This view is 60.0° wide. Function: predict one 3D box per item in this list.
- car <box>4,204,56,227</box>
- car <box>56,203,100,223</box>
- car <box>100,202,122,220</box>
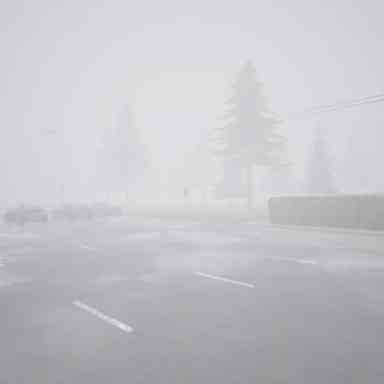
[{"bbox_3d":[-12.391,1.671,24.747,2.128,1.511,4.902,0,0,-44],"label":"car"},{"bbox_3d":[-9.894,1.654,27.199,2.128,1.511,4.902,0,0,-44],"label":"car"},{"bbox_3d":[-8.207,1.680,30.461,1.812,1.442,4.674,0,0,-44],"label":"car"}]
